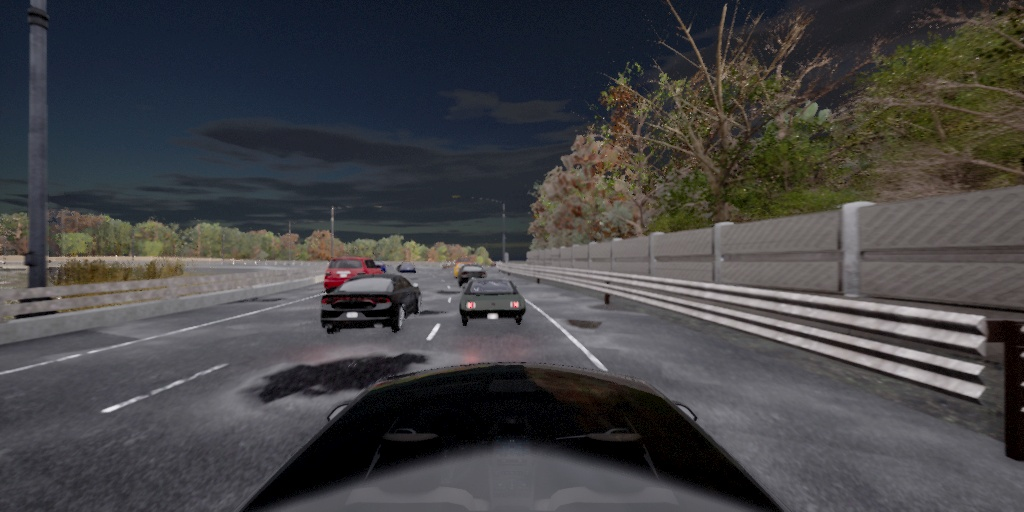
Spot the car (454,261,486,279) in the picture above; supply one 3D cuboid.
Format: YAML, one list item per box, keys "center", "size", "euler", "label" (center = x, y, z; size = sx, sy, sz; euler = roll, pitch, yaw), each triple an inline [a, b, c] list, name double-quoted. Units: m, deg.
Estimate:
- center: [-2.934, 1.349, 25.910]
  size: [1.882, 1.535, 5.008]
  euler: [0, 0, -11]
  label: "car"

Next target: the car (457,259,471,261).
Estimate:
- center: [-4.841, 1.402, 36.267]
  size: [1.882, 1.535, 5.008]
  euler: [0, 0, -9]
  label: "car"

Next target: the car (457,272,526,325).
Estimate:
- center: [-0.743, 1.402, 12.168]
  size: [1.895, 1.301, 4.718]
  euler: [0, 0, -6]
  label: "car"

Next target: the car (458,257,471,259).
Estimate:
- center: [-6.281, 1.203, 47.382]
  size: [2.150, 2.045, 5.566]
  euler: [0, 0, -6]
  label: "car"

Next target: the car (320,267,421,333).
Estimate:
- center: [-4.073, 1.283, 11.110]
  size: [1.882, 1.535, 5.008]
  euler: [0, 0, -5]
  label: "car"

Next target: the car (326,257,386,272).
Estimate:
- center: [-8.864, 1.085, 20.434]
  size: [2.150, 2.045, 5.566]
  euler: [0, 0, -11]
  label: "car"

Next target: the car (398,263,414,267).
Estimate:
- center: [-14.132, 1.569, 47.717]
  size: [1.994, 1.385, 4.181]
  euler: [0, 0, -25]
  label: "car"

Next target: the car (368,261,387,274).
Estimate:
- center: [-17.866, 1.493, 47.450]
  size: [1.882, 1.535, 5.008]
  euler: [0, 0, -25]
  label: "car"
